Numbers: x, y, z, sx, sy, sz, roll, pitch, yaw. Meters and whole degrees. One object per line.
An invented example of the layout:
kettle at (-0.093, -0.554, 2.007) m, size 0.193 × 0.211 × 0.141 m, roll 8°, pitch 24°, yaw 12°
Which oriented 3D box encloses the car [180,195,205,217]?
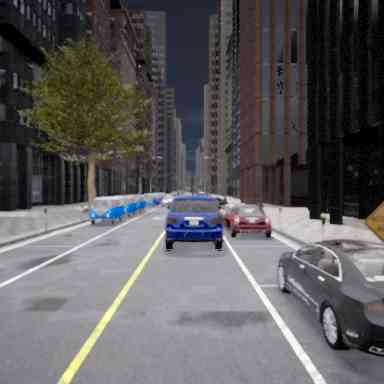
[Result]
car at (0.084, 1.199, 30.022) m, size 2.097 × 1.767 × 4.553 m, roll 0°, pitch 0°, yaw 0°

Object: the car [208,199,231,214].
car at (2.765, 1.393, 34.060) m, size 1.947 × 1.339 × 4.313 m, roll 0°, pitch 0°, yaw 0°

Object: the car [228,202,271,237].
car at (2.764, 1.351, 17.203) m, size 1.967 × 1.590 × 4.097 m, roll 0°, pitch 0°, yaw 0°

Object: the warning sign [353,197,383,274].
warning sign at (5.066, 1.070, 8.613) m, size 1.300 × 1.860 × 1.060 m, roll 0°, pitch 0°, yaw 0°

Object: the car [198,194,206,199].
car at (2.767, 1.127, 90.246) m, size 2.008 × 1.369 × 4.403 m, roll 0°, pitch 0°, yaw 0°

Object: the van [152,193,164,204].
van at (-5.759, 1.062, 56.525) m, size 1.690 × 1.788 × 3.998 m, roll 0°, pitch 0°, yaw 0°

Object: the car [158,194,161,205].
car at (-3.088, 1.301, 44.783) m, size 1.812 × 1.442 × 4.674 m, roll 0°, pitch 0°, yaw 0°

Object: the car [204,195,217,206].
car at (2.765, 1.272, 51.086) m, size 1.752 × 1.417 × 4.829 m, roll 0°, pitch 0°, yaw 0°

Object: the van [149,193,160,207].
van at (-5.760, 1.115, 45.289) m, size 1.690 × 1.788 × 3.998 m, roll 0°, pitch 0°, yaw 0°

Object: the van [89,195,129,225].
van at (-5.761, 1.224, 22.815) m, size 1.690 × 1.788 × 3.998 m, roll 0°, pitch 0°, yaw 0°

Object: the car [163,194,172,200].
car at (-5.759, 1.148, 78.829) m, size 1.752 × 1.417 × 4.829 m, roll 0°, pitch 0°, yaw 0°

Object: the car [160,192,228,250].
car at (0.085, 1.147, 14.101) m, size 2.150 × 2.045 × 5.566 m, roll 0°, pitch 0°, yaw 0°

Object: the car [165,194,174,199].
car at (-5.759, 1.149, 84.624) m, size 2.008 × 1.369 × 4.403 m, roll 0°, pitch 0°, yaw 0°

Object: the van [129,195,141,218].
van at (-5.760, 1.196, 28.434) m, size 1.690 × 1.788 × 3.998 m, roll 0°, pitch 0°, yaw 0°

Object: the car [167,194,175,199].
car at (-5.758, 1.121, 90.236) m, size 1.887 × 1.381 × 4.507 m, roll 0°, pitch 0°, yaw 0°

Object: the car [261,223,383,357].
car at (2.763, 1.519, 5.966) m, size 2.008 × 1.369 × 4.403 m, roll 0°, pitch 0°, yaw 0°

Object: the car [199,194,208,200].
car at (2.766, 1.173, 79.009) m, size 2.008 × 1.369 × 4.403 m, roll 0°, pitch 0°, yaw 0°

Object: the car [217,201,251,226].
car at (2.764, 1.407, 22.992) m, size 1.752 × 1.417 × 4.829 m, roll 0°, pitch 0°, yaw 0°

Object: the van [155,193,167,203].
van at (-5.759, 1.037, 62.144) m, size 1.690 × 1.788 × 3.998 m, roll 0°, pitch 0°, yaw 0°

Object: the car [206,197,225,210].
car at (2.765, 1.366, 39.678) m, size 1.947 × 1.339 × 4.313 m, roll 0°, pitch 0°, yaw 0°

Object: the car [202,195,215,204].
car at (2.766, 1.287, 56.534) m, size 1.947 × 1.339 × 4.313 m, roll 0°, pitch 0°, yaw 0°

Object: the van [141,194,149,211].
van at (-5.760, 1.168, 34.052) m, size 1.690 × 1.788 × 3.998 m, roll 0°, pitch 0°, yaw 0°
